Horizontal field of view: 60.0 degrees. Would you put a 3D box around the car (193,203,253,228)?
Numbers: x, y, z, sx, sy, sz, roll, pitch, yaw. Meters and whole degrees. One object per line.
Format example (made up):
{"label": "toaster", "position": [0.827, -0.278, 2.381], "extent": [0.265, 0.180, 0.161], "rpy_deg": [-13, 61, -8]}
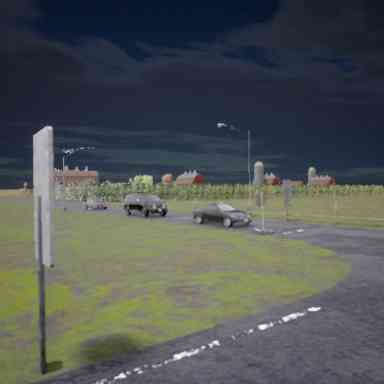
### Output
{"label": "car", "position": [1.924, 1.475, 22.271], "extent": [1.812, 1.442, 4.674], "rpy_deg": [-1, 1, -37]}

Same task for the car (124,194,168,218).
{"label": "car", "position": [-4.379, 1.186, 30.705], "extent": [2.150, 2.045, 5.566], "rpy_deg": [-1, 1, -36]}

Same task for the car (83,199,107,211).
{"label": "car", "position": [-12.108, 1.551, 41.532], "extent": [1.994, 1.385, 4.181], "rpy_deg": [-1, 1, -35]}
